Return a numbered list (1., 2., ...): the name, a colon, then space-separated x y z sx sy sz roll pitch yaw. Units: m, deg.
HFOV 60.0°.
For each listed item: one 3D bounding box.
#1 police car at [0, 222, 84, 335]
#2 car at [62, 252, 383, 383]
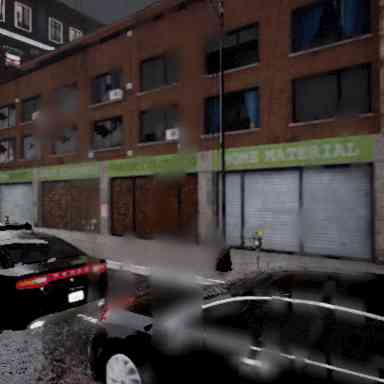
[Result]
1. police car: -3.932 1.458 6.798 5.238 1.638 1.930 0 0 36
2. car: 1.022 1.526 3.223 4.892 1.490 1.837 0 0 36
